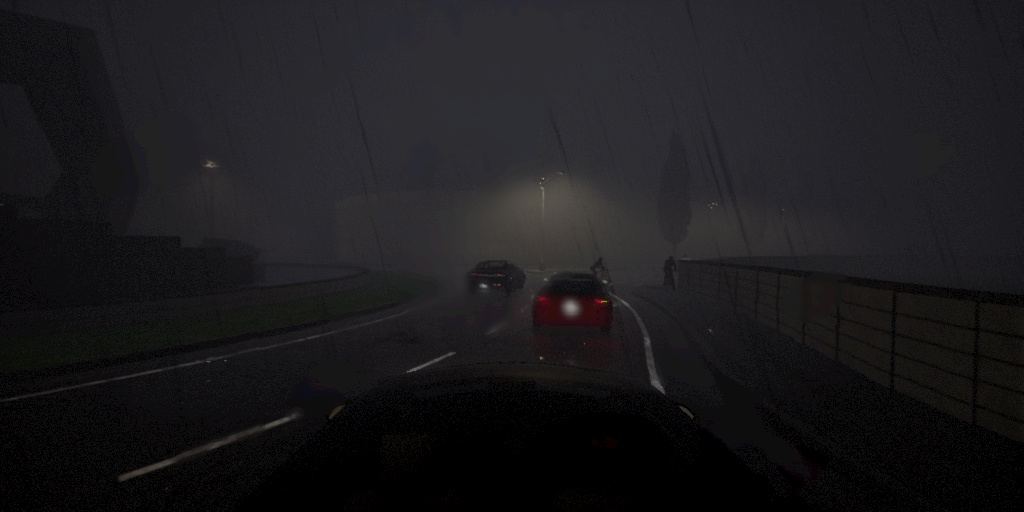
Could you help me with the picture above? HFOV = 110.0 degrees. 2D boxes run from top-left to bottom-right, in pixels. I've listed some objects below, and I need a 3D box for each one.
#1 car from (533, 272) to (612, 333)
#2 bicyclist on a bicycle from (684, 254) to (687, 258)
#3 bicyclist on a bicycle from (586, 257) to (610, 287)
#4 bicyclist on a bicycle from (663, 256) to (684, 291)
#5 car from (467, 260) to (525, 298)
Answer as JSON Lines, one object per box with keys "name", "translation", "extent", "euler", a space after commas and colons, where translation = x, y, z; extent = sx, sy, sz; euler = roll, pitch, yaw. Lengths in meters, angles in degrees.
{"name": "car", "translation": [1.813, 1.154, 10.390], "extent": [1.994, 1.385, 4.181], "euler": [1, 1, 12]}
{"name": "bicyclist on a bicycle", "translation": [16.112, 0.680, 33.618], "extent": [1.656, 1.620, 0.582], "euler": [0, 1, -10]}
{"name": "bicyclist on a bicycle", "translation": [4.627, 0.887, 19.231], "extent": [1.656, 1.620, 0.582], "euler": [0, 1, -24]}
{"name": "bicyclist on a bicycle", "translation": [7.394, 0.805, 16.804], "extent": [0.582, 1.620, 1.656], "euler": [1, 1, 38]}
{"name": "car", "translation": [-0.587, 0.944, 16.496], "extent": [2.128, 1.511, 4.902], "euler": [1, 1, 11]}
